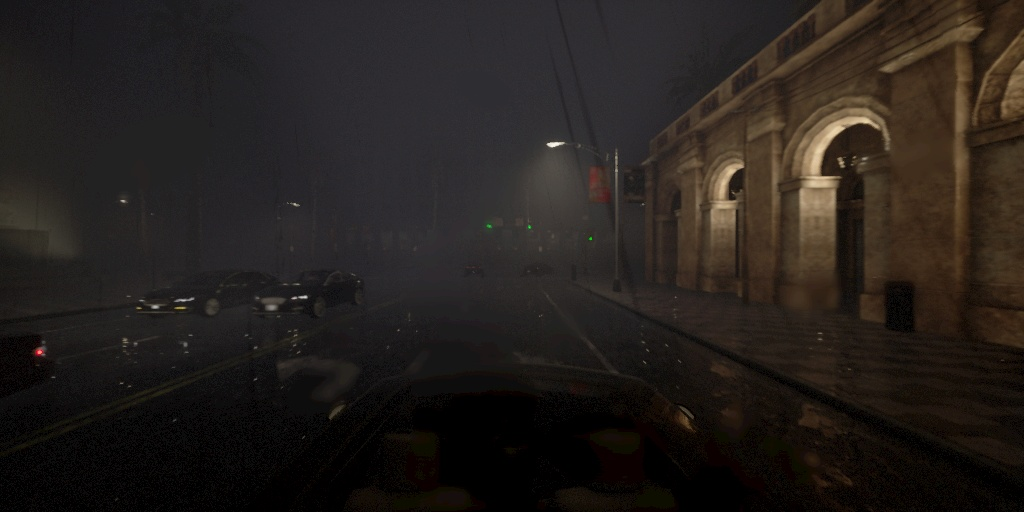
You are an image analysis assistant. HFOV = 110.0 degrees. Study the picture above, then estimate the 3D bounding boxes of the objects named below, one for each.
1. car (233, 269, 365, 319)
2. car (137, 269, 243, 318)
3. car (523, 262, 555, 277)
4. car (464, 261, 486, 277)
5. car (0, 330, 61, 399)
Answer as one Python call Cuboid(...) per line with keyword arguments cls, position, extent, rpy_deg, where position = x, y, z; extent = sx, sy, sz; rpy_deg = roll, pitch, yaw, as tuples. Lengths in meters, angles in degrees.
Cuboid(cls="car", position=(-6.982, 1.237, 12.873), extent=(2.128, 1.511, 4.902), rpy_deg=(0, 0, 0))
Cuboid(cls="car", position=(-10.482, 1.248, 12.964), extent=(1.837, 1.490, 4.892), rpy_deg=(0, 0, 0))
Cuboid(cls="car", position=(2.695, 1.280, 35.825), extent=(1.812, 1.442, 4.674), rpy_deg=(-1, 0, 29))
Cuboid(cls="car", position=(-3.593, 1.242, 34.763), extent=(2.128, 1.511, 4.902), rpy_deg=(0, 0, -3))
Cuboid(cls="car", position=(-7.053, 1.292, 2.365), extent=(2.033, 1.411, 5.357), rpy_deg=(0, 0, 1))
